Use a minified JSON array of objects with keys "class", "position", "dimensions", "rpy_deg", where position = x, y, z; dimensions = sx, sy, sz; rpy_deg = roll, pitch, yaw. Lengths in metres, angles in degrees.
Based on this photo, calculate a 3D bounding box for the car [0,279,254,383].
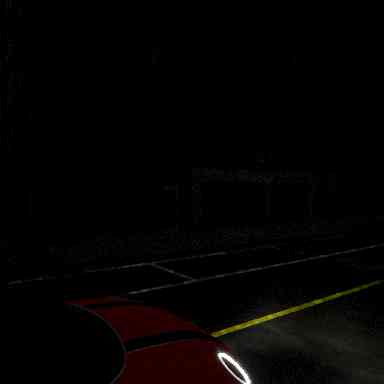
[{"class":"car","position":[-1.657,1.351,2.098],"dimensions":[4.553,1.767,2.097],"rpy_deg":[0,0,-35]}]

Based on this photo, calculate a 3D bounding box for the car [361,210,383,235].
[{"class":"car","position":[10.616,1.581,17.470],"dimensions":[4.206,1.307,1.802],"rpy_deg":[0,0,-35]}]
